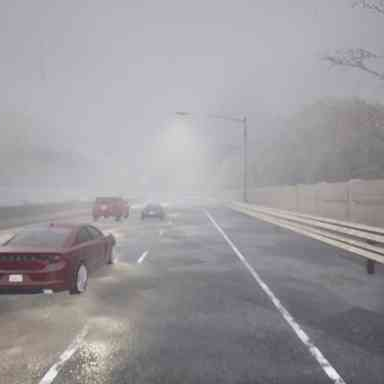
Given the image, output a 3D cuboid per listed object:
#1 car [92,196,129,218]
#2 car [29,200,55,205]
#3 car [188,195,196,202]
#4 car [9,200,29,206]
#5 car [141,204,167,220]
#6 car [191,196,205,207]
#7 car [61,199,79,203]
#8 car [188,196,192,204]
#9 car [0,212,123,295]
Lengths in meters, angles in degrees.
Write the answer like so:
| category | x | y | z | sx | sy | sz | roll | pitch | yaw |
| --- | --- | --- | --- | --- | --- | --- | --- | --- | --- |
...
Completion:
| category | x | y | z | sx | sy | sz | roll | pitch | yaw |
| --- | --- | --- | --- | --- | --- | --- | --- | --- | --- |
| car | -6.901 | 1.382 | 28.685 | 2.150 | 2.045 | 5.566 | 0 | 0 | 0 |
| car | -21.063 | 1.836 | 47.754 | 1.994 | 1.385 | 4.181 | 0 | 0 | 0 |
| car | 0.002 | 1.804 | 92.825 | 2.097 | 1.767 | 4.553 | 0 | 0 | 0 |
| car | -24.560 | 1.837 | 47.972 | 1.994 | 1.385 | 4.181 | 0 | 0 | 0 |
| car | -3.398 | 1.733 | 30.093 | 1.994 | 1.385 | 4.181 | 0 | 0 | 0 |
| car | 1.226 | 1.797 | 57.597 | 1.801 | 1.575 | 5.366 | 0 | 0 | 0 |
| car | -17.562 | 1.780 | 48.028 | 1.837 | 1.490 | 4.892 | 0 | -1 | 0 |
| car | 0.001 | 2.060 | 76.205 | 1.895 | 1.301 | 4.718 | 0 | 0 | 0 |
| car | -3.399 | 1.526 | 8.892 | 1.882 | 1.535 | 5.008 | 0 | 0 | 0 |
